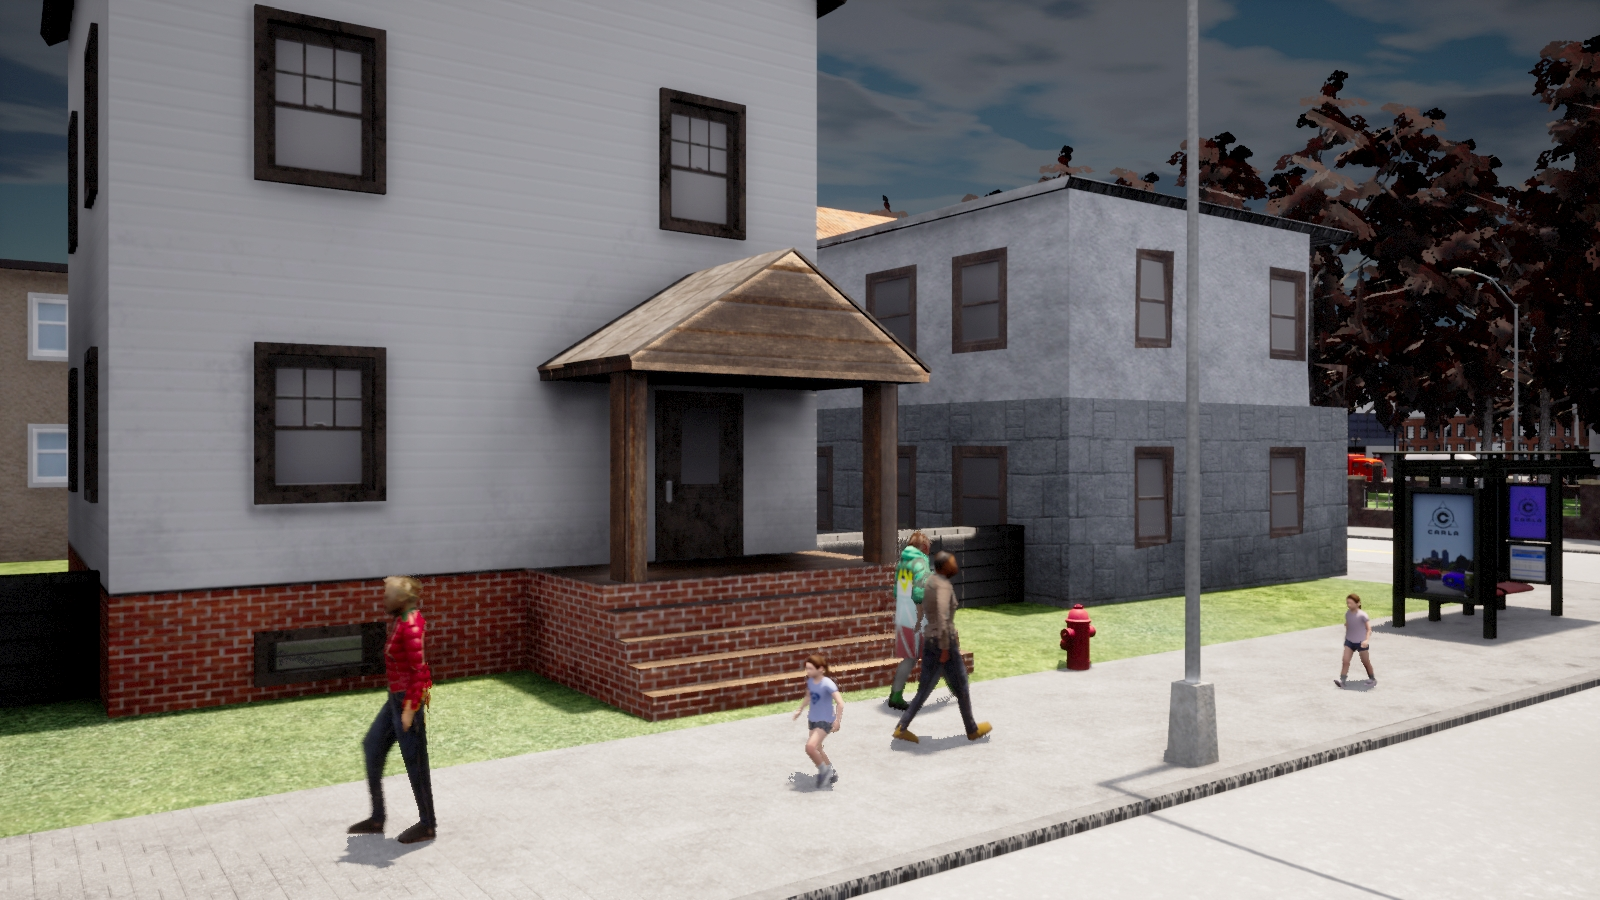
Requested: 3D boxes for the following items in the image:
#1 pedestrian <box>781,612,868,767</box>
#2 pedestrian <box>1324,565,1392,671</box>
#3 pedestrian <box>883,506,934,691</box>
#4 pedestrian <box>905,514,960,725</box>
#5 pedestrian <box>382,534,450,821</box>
[{"bbox_3d":[0.196,1.904,9.208,0.500,1.100,0.500,0,0,-36],"label":"pedestrian"},{"bbox_3d":[6.352,1.896,13.004,0.500,1.100,0.500,0,0,-30],"label":"pedestrian"},{"bbox_3d":[1.125,1.524,11.872,0.375,1.860,0.375,0,0,-34],"label":"pedestrian"},{"bbox_3d":[1.208,1.525,10.426,0.375,1.860,0.375,0,0,-17],"label":"pedestrian"},{"bbox_3d":[-2.626,1.523,7.803,0.375,1.860,0.375,0,0,-30],"label":"pedestrian"}]
